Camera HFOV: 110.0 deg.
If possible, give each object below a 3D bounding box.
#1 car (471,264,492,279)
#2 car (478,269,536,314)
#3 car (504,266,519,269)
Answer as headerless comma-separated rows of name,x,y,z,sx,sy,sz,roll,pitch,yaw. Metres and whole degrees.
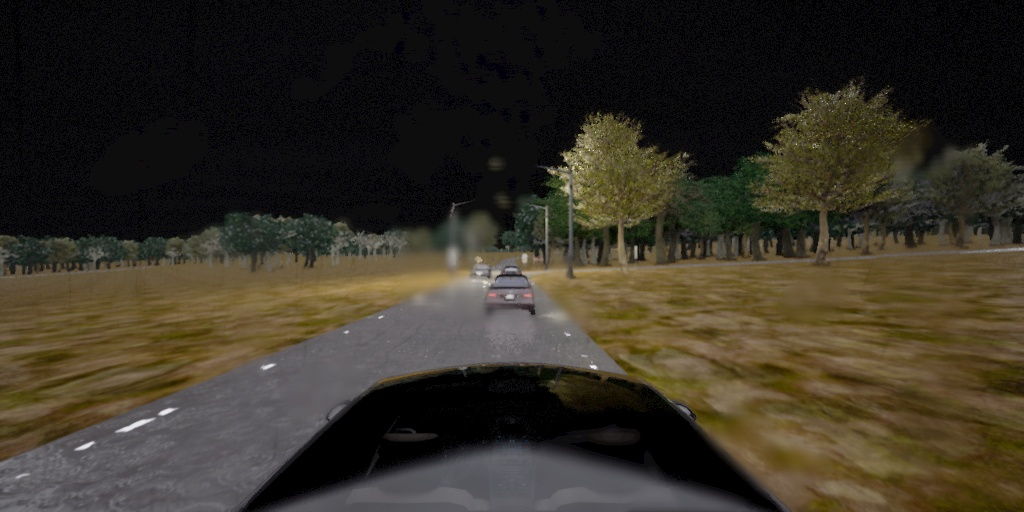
car,-3.104,1.613,37.415,2.128,1.511,4.902,0,-1,0
car,-0.018,1.430,14.432,2.033,1.411,5.357,0,-1,0
car,-0.041,1.577,30.781,1.812,1.442,4.674,0,0,0
